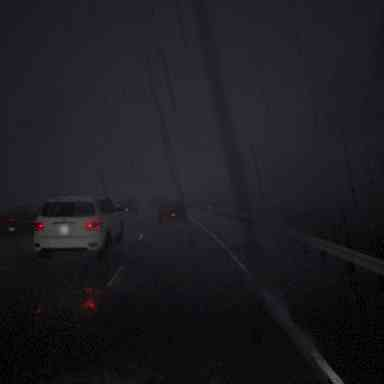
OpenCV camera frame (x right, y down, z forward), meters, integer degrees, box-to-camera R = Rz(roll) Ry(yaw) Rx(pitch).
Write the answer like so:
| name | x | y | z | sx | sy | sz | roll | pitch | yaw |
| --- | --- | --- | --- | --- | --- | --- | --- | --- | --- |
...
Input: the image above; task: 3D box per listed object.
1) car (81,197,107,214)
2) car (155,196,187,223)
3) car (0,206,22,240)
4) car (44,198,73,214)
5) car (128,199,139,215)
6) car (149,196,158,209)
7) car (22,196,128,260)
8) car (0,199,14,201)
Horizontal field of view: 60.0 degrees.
| name | x | y | z | sx | sy | sz | roll | pitch | yaw |
| --- | --- | --- | --- | --- | --- | --- | --- | --- | --- |
| car | -10.094 | 1.341 | 34.728 | 2.033 | 1.411 | 5.357 | 0 | 0 | -10 |
| car | -1.503 | 1.327 | 24.135 | 1.882 | 1.535 | 5.008 | 0 | 1 | -7 |
| car | -7.727 | 1.383 | 16.390 | 1.882 | 1.535 | 5.008 | 0 | 0 | -5 |
| car | -13.584 | 1.366 | 34.116 | 1.994 | 1.385 | 4.181 | 0 | 0 | -10 |
| car | -5.955 | 1.338 | 30.908 | 1.812 | 1.442 | 4.674 | 0 | 0 | -8 |
| car | -4.170 | 1.226 | 40.836 | 1.882 | 1.535 | 5.008 | 0 | 0 | -11 |
| car | -3.921 | 1.148 | 12.384 | 2.150 | 2.045 | 5.566 | 0 | 0 | -4 |
| car | -28.502 | 1.213 | 51.766 | 1.837 | 1.490 | 4.892 | 0 | 1 | -15 |
